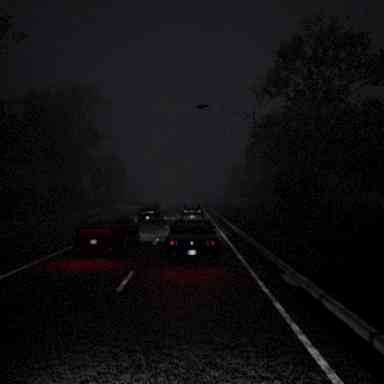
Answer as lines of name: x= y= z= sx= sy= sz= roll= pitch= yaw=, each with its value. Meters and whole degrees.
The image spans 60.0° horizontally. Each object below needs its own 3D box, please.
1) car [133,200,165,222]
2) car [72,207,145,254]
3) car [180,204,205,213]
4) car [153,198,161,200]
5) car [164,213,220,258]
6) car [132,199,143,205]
car: x=-3.469 y=1.754 z=28.498 sx=1.837 sy=1.490 sz=4.892 roll=0 pitch=0 yaw=0
car: x=-3.467 y=1.619 z=14.250 sx=1.882 sy=1.535 sz=5.008 roll=0 pitch=0 yaw=0
car: x=0.031 y=1.740 z=28.495 sx=2.128 sy=1.511 sz=4.902 roll=0 pitch=0 yaw=0
car: x=-6.987 y=2.010 z=65.247 sx=1.837 sy=1.490 sz=4.892 roll=0 pitch=0 yaw=0
car: x=0.023 y=1.735 z=13.255 sx=1.895 sy=1.301 sz=4.718 roll=0 pitch=0 yaw=0
car: x=-10.477 y=2.055 z=65.541 sx=2.033 sy=1.411 sz=5.357 roll=0 pitch=0 yaw=0
